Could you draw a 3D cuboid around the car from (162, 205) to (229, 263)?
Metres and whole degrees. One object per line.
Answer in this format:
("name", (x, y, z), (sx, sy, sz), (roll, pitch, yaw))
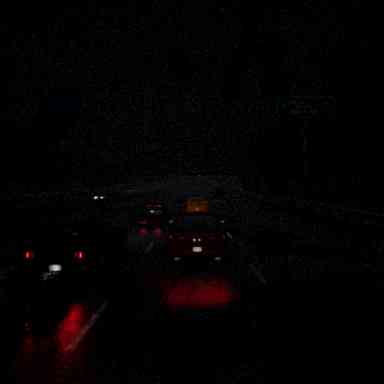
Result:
("car", (0.173, 1.435, 11.795), (1.882, 1.535, 5.008), (0, 0, 1))

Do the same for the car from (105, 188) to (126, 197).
("car", (-15.553, 0.309, 67.791), (1.837, 1.490, 4.892), (0, 2, 3))

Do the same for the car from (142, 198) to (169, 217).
("car", (-3.041, 1.259, 28.271), (2.128, 1.511, 4.902), (0, 1, 1))

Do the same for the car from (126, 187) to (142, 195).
("car", (-11.913, -0.050, 70.095), (2.150, 2.045, 5.566), (0, 2, 3))

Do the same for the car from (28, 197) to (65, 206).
("car", (-13.658, 1.204, 31.381), (2.128, 1.511, 4.902), (0, 1, 2))

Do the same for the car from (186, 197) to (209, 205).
("car", (0.505, 1.216, 30.075), (1.882, 1.535, 5.008), (0, 1, 1))

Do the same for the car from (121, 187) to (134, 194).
("car", (-14.967, -0.345, 77.376), (1.895, 1.301, 4.718), (0, 2, 4))

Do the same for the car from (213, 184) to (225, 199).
("car", (5.255, 0.096, 63.964), (2.150, 2.045, 5.566), (0, 2, 3))

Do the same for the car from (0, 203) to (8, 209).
("car", (-17.273, 1.326, 27.270), (2.033, 1.411, 5.357), (0, 1, 1))

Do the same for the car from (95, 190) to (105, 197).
("car", (-18.897, 0.254, 70.581), (2.033, 1.411, 5.357), (0, 2, 3))

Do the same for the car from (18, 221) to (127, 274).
("car", (-3.343, 1.566, 10.414), (1.895, 1.301, 4.718), (0, 0, 0))
